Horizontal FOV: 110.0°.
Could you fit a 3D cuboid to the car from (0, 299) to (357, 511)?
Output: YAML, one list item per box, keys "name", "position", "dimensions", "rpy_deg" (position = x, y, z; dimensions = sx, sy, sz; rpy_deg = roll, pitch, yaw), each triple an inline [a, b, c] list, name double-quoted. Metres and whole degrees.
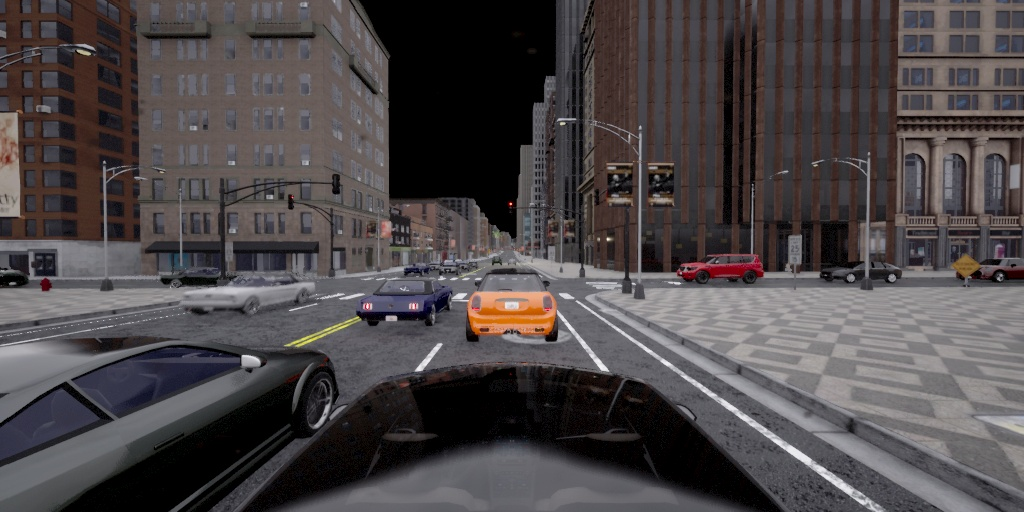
- name: "car"
  position: [-3.158, 1.314, 2.790]
  dimensions: [1.994, 1.385, 4.181]
  rpy_deg: [0, 0, 1]

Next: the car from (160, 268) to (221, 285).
- name: "car"
  position: [-20.018, 1.435, 23.669]
  dimensions: [4.718, 1.301, 1.895]
  rpy_deg: [0, 1, -1]

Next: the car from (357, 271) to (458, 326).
- name: "car"
  position: [-3.152, 1.350, 11.610]
  dimensions: [1.895, 1.301, 4.718]
  rpy_deg: [0, 0, 0]

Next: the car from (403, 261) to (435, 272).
- name: "car"
  position: [-9.861, 1.367, 37.637]
  dimensions: [1.895, 1.301, 4.718]
  rpy_deg: [0, 0, 0]

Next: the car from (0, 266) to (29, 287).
- name: "car"
  position: [-35.179, 1.238, 23.680]
  dimensions: [4.553, 1.767, 2.097]
  rpy_deg: [0, 1, 0]

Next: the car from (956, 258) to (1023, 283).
- name: "car"
  position: [35.007, 0.926, 25.705]
  dimensions: [4.553, 1.767, 2.097]
  rpy_deg: [0, 1, 0]

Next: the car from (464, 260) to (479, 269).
- name: "car"
  position: [-6.597, 1.343, 58.824]
  dimensions: [1.994, 1.385, 4.181]
  rpy_deg: [0, 0, 0]

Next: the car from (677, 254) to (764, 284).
- name: "car"
  position: [14.833, 0.876, 25.633]
  dimensions: [5.566, 2.045, 2.150]
  rpy_deg: [0, 1, 0]

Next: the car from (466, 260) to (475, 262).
- name: "car"
  position: [-6.612, 1.338, 48.804]
  dimensions: [1.994, 1.385, 4.181]
  rpy_deg: [0, 0, 0]

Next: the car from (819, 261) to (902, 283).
- name: "car"
  position: [24.888, 1.119, 25.673]
  dimensions: [4.892, 1.490, 1.837]
  rpy_deg: [0, 1, 0]

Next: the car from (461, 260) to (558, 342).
- name: "car"
  position: [0.008, 1.101, 9.959]
  dimensions: [2.097, 1.767, 4.553]
  rpy_deg: [0, 0, 0]

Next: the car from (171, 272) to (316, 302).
- name: "car"
  position: [-9.565, 1.350, 13.520]
  dimensions: [1.895, 1.301, 4.718]
  rpy_deg: [0, 0, 1]

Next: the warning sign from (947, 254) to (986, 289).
- name: "warning sign"
  position: [25.173, 0.827, 19.871]
  dimensions: [1.060, 1.860, 1.300]
  rpy_deg: [0, 0, 0]

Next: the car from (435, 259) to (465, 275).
- name: "car"
  position: [-6.610, 1.331, 38.846]
  dimensions: [1.994, 1.385, 4.181]
  rpy_deg: [0, 0, 0]
